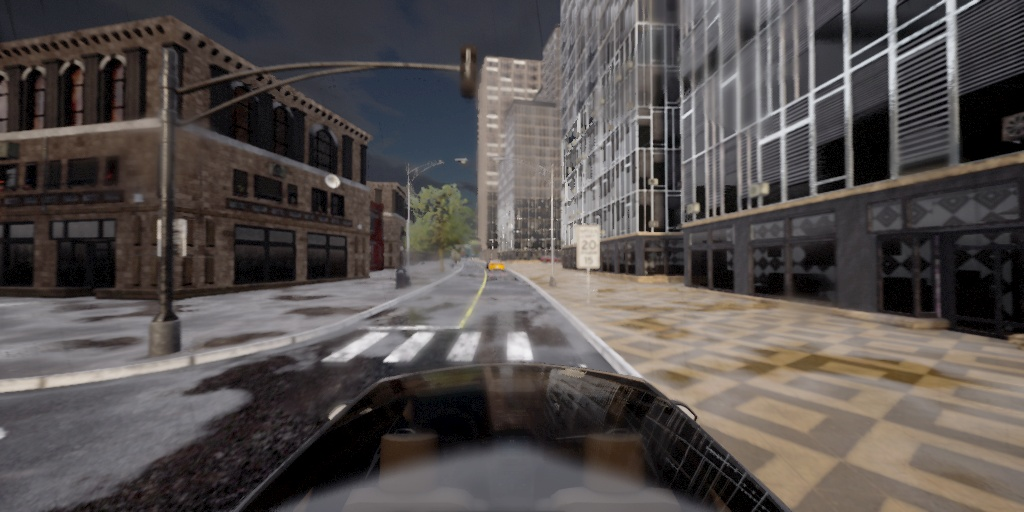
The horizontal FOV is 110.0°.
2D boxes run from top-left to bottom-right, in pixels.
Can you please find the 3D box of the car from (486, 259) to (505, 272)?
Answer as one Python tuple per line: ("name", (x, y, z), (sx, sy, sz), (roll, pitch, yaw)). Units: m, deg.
("car", (-1.967, 1.182, 45.319), (1.882, 1.535, 5.008), (0, 0, -5))
